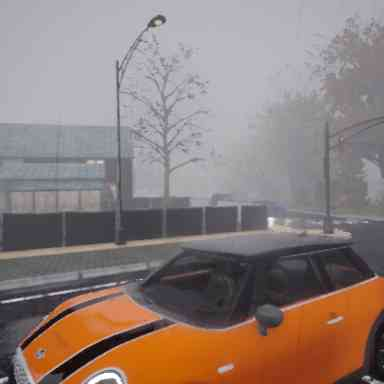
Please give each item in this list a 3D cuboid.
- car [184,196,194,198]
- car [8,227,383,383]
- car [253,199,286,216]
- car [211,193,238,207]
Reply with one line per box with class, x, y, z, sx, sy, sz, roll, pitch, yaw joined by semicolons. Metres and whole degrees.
car;-0.623;1.391;62.424;2.033;1.411;5.357;-1;1;-14
car;0.441;1.367;3.880;4.553;1.767;2.097;0;0;-36
car;7.255;1.499;32.422;1.882;1.535;5.008;-1;1;-15
car;4.216;1.176;43.861;2.150;2.045;5.566;-1;1;-15
